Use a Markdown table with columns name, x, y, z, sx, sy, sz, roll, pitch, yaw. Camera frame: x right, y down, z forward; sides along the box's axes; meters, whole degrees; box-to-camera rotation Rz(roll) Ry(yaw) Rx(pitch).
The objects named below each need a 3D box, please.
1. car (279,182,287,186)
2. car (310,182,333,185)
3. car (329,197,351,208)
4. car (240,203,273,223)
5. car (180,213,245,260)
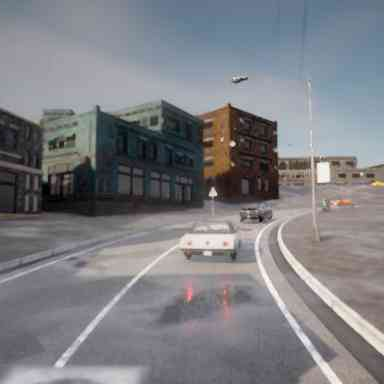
| name | x | y | z | sx | sy | sz | roll | pitch | yaw |
| --- | --- | --- | --- | --- | --- | --- | --- | --- | --- |
| car | 22.494 | -1.997 | 87.426 | 4.553 | 1.767 | 2.185 | -1 | -5 | -1 |
| car | 33.435 | -1.966 | 87.563 | 4.892 | 1.521 | 2.231 | -1 | -5 | -1 |
| car | 24.101 | 1.654 | 54.806 | 4.553 | 1.767 | 2.097 | 0 | -4 | -34 |
| car | 5.376 | 1.681 | 27.554 | 2.128 | 1.511 | 4.902 | -3 | -1 | 26 |
| car | 0.931 | 1.723 | 13.022 | 1.895 | 1.301 | 4.718 | -1 | -1 | 11 |
